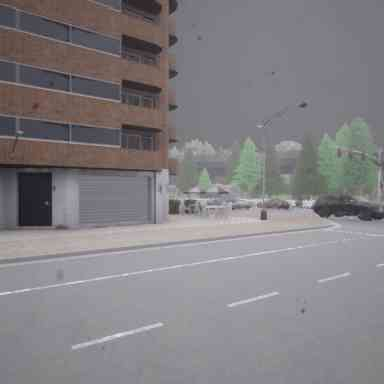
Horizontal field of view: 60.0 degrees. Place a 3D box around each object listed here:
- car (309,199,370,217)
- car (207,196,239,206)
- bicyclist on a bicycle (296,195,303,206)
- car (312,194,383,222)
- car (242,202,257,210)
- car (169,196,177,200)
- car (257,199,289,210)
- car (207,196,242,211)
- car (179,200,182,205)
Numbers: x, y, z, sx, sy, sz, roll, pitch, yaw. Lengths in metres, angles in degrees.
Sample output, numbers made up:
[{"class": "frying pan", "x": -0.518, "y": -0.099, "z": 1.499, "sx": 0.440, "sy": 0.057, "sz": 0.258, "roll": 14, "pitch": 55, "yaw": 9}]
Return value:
[{"class": "car", "x": 13.572, "y": 1.451, "z": 30.951, "sx": 1.837, "sy": 1.490, "sz": 4.892, "roll": 0, "pitch": -1, "yaw": -36}, {"class": "car", "x": 4.928, "y": 1.436, "z": 53.861, "sx": 2.128, "sy": 1.511, "sz": 4.902, "roll": 0, "pitch": 0, "yaw": -45}, {"class": "bicyclist on a bicycle", "x": 15.323, "y": 1.245, "z": 47.313, "sx": 1.656, "sy": 1.620, "sz": 0.582, "roll": 0, "pitch": 0, "yaw": -36}, {"class": "car", "x": 12.510, "y": 1.169, "z": 26.462, "sx": 2.150, "sy": 2.045, "sz": 5.566, "roll": 0, "pitch": 0, "yaw": -36}, {"class": "car", "x": 5.420, "y": 1.545, "z": 42.065, "sx": 1.895, "sy": 1.301, "sz": 4.718, "roll": 0, "pitch": 0, "yaw": -37}, {"class": "car", "x": -4.810, "y": 1.297, "z": 48.330, "sx": 4.553, "sy": 1.767, "sz": 2.097, "roll": 0, "pitch": 0, "yaw": 36}, {"class": "car", "x": 10.151, "y": 1.508, "z": 42.036, "sx": 1.994, "sy": 1.385, "sz": 4.181, "roll": 0, "pitch": 0, "yaw": -36}, {"class": "car", "x": 3.376, "y": 1.509, "z": 38.931, "sx": 1.994, "sy": 1.385, "sz": 4.181, "roll": 0, "pitch": 0, "yaw": -37}, {"class": "car", "x": -3.868, "y": 1.435, "z": 51.947, "sx": 4.902, "sy": 1.511, "sz": 2.128, "roll": 0, "pitch": 0, "yaw": 33}]
